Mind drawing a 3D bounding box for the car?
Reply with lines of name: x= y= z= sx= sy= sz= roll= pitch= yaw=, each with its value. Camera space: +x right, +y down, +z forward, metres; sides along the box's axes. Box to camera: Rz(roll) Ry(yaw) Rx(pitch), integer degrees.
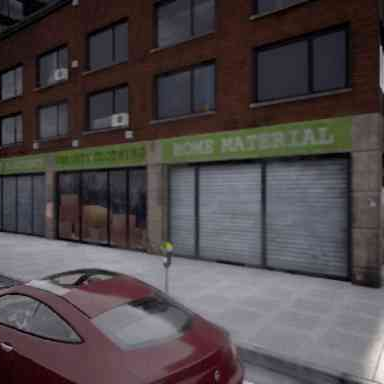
car: x=-1.454 y=1.581 z=3.851 sx=4.206 sy=1.307 sz=1.802 roll=0 pitch=0 yaw=36
